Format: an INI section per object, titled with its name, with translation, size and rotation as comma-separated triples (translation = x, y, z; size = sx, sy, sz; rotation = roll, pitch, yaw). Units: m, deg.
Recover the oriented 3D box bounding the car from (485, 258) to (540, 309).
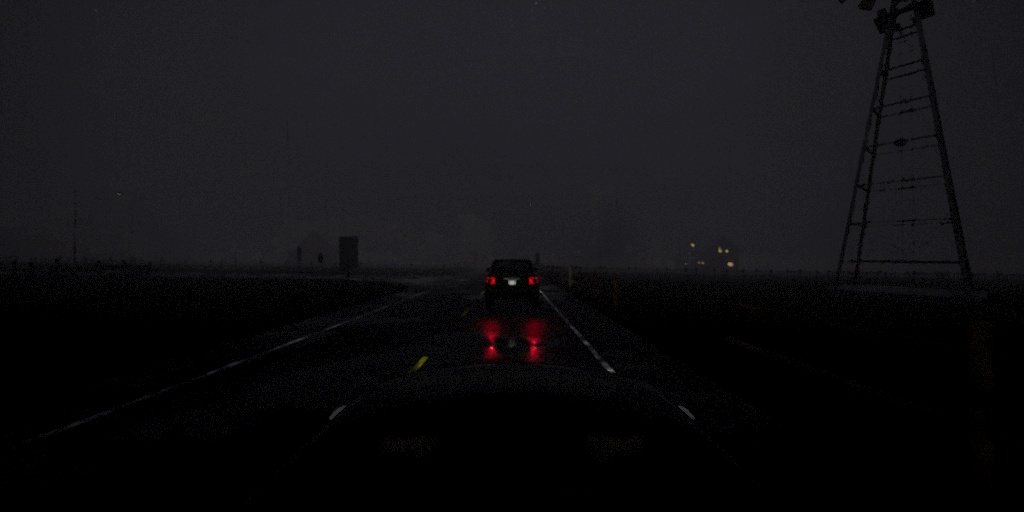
[car]
translation = 0.008, 1.095, 15.860
size = 2.150, 2.045, 5.566
rotation = 0, 0, 0
